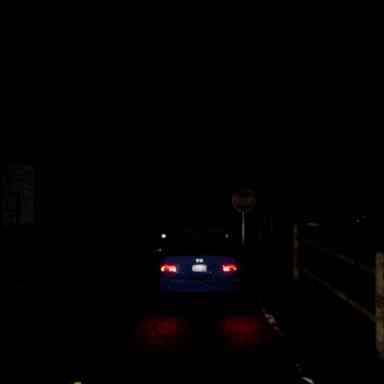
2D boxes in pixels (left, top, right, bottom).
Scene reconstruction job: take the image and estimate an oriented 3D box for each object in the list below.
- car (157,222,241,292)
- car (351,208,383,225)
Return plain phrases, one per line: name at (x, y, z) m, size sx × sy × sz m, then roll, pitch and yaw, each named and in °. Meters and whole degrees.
car at (0.102, 1.541, 9.043) m, size 2.033 × 1.411 × 5.357 m, roll 0°, pitch 0°, yaw -1°
car at (14.514, 1.861, 24.681) m, size 4.718 × 1.301 × 1.895 m, roll 1°, pitch 0°, yaw 1°
